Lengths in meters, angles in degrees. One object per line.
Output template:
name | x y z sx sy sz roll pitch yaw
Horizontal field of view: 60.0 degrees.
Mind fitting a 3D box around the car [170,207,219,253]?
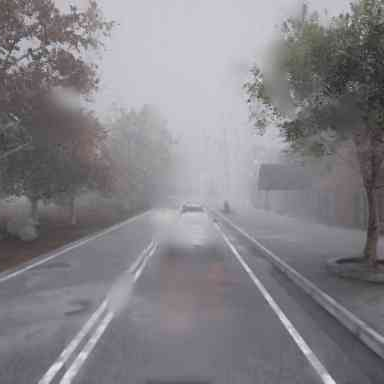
car | 0.092 1.539 13.717 1.812 1.442 4.674 0 0 0

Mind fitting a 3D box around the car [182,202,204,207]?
car | 0.099 1.556 28.987 1.812 1.442 4.674 0 0 0

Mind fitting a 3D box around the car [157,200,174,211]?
car | -3.326 1.645 42.294 1.895 1.301 4.718 0 0 0
